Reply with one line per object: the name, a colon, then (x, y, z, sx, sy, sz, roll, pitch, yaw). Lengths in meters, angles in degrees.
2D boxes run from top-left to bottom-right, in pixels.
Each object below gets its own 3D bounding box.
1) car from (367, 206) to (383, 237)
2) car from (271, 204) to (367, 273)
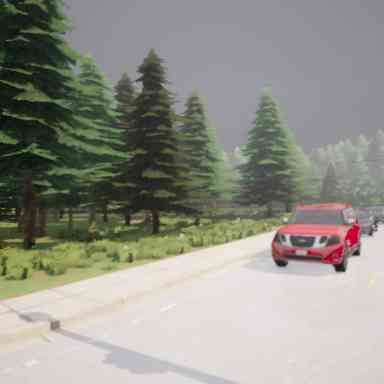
car: (10.450, 1.860, 20.767, 2.128, 1.511, 4.902, -2, -2, 33)
car: (4.752, 1.477, 12.170, 2.150, 2.045, 5.566, -2, -2, 33)
